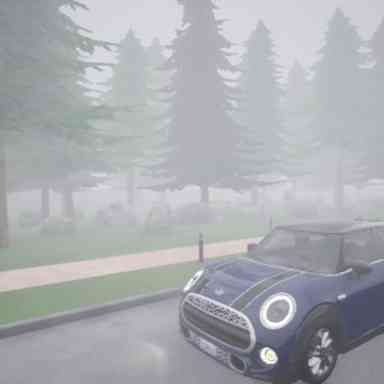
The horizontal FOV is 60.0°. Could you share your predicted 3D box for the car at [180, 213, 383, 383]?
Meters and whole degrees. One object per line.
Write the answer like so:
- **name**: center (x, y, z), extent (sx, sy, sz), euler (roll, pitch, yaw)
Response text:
- **car**: center (2.015, 1.294, 5.428), extent (4.553, 1.767, 2.097), euler (-1, 0, -36)
